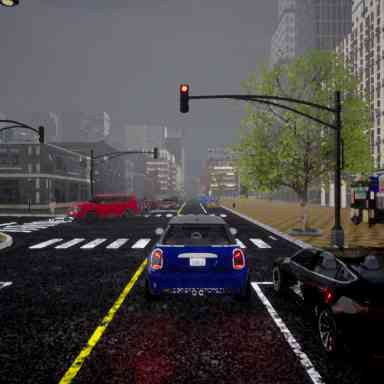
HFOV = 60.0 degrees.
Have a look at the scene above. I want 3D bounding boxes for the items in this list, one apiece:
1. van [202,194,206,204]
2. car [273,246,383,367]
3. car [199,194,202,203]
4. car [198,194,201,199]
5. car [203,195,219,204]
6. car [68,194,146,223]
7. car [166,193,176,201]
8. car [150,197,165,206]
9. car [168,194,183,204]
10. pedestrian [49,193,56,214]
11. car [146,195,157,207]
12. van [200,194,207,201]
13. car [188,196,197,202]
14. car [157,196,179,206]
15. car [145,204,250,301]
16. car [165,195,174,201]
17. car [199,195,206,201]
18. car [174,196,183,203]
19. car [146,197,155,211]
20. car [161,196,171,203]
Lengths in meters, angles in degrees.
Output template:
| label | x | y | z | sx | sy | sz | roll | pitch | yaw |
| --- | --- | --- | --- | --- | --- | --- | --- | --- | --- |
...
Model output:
| label | x | y | z | sx | sy | sz | roll | pitch | yaw |
| --- | --- | --- | --- | --- | --- | --- | --- | --- | --- |
| van | 2.749 | 1.345 | 49.375 | 1.690 | 1.788 | 3.998 | 0 | 0 | 0 |
| car | 2.700 | 1.566 | 5.795 | 1.947 | 1.339 | 4.313 | 0 | 0 | 0 |
| car | 2.760 | 1.556 | 60.477 | 2.008 | 1.369 | 4.403 | 0 | 0 | 0 |
| car | 2.773 | 1.572 | 71.579 | 1.947 | 1.339 | 4.313 | 0 | 0 | 0 |
| car | 2.742 | 1.528 | 43.994 | 1.752 | 1.417 | 4.829 | 0 | 0 | 0 |
| car | -6.803 | 1.215 | 26.313 | 5.566 | 2.045 | 2.150 | 0 | 2 | -43 |
| car | -5.588 | 1.324 | 88.239 | 2.192 | 1.841 | 5.009 | 0 | 0 | 0 |
| car | -5.626 | 1.555 | 54.933 | 2.008 | 1.369 | 4.403 | 0 | 0 | 0 |
| car | -3.010 | 1.510 | 58.379 | 1.837 | 1.490 | 4.892 | 0 | 0 | 0 |
| pedestrian | -12.716 | 1.039 | 30.292 | 0.375 | 1.860 | 0.375 | 0 | -1 | -1 |
| car | -5.637 | 1.318 | 43.831 | 2.192 | 1.841 | 5.009 | 0 | 0 | 0 |
| van | 2.787 | 1.349 | 82.681 | 1.690 | 1.788 | 3.998 | 0 | 0 | 0 |
| car | 0.089 | 1.548 | 79.296 | 2.033 | 1.411 | 5.357 | 0 | 0 | 0 |
| car | -3.051 | 1.528 | 42.407 | 1.812 | 1.442 | 4.674 | 0 | 0 | 0 |
| car | 0.110 | 1.353 | 8.462 | 2.097 | 1.767 | 4.553 | 0 | 0 | 0 |
| car | -5.595 | 1.559 | 82.688 | 2.008 | 1.369 | 4.403 | 0 | 0 | 0 |
| car | 2.792 | 1.534 | 88.402 | 1.752 | 1.417 | 4.829 | 0 | 0 | 0 |
| car | -2.921 | 1.521 | 71.583 | 1.812 | 1.442 | 4.674 | 0 | 0 | 0 |
| car | -5.644 | 1.585 | 38.280 | 1.802 | 1.307 | 4.206 | 0 | 0 | 0 |
| car | -5.608 | 1.532 | 71.416 | 1.752 | 1.417 | 4.829 | 0 | 0 | 0 |
